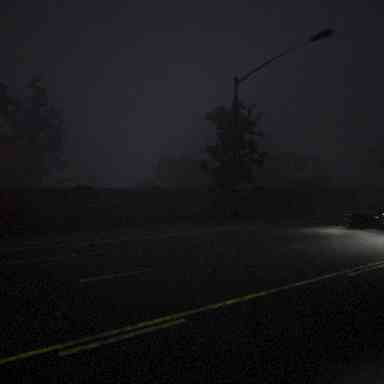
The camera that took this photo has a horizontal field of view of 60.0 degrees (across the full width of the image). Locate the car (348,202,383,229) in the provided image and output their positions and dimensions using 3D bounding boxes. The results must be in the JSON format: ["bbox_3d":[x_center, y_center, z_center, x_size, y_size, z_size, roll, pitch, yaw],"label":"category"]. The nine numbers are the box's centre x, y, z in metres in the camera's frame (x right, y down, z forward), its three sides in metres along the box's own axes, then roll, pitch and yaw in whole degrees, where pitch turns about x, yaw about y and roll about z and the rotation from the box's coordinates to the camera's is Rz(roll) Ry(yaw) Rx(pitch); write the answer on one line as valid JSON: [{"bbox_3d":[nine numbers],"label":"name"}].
[{"bbox_3d":[11.896,1.376,21.091,5.008,1.535,1.882,0,0,-36],"label":"car"}]
